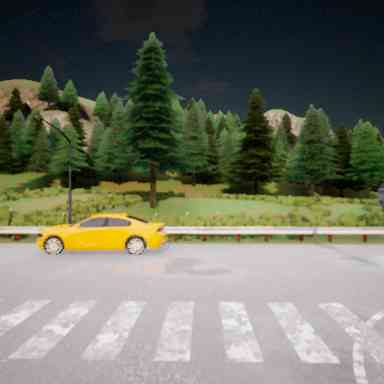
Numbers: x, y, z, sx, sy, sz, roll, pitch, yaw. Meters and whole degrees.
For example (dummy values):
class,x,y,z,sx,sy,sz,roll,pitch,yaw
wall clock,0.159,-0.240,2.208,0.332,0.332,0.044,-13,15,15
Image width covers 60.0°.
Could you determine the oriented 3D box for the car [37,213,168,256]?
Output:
class,x,y,z,sx,sy,sz,roll,pitch,yaw
car,-3.474,1.591,13.167,5.008,1.535,1.882,0,0,1
